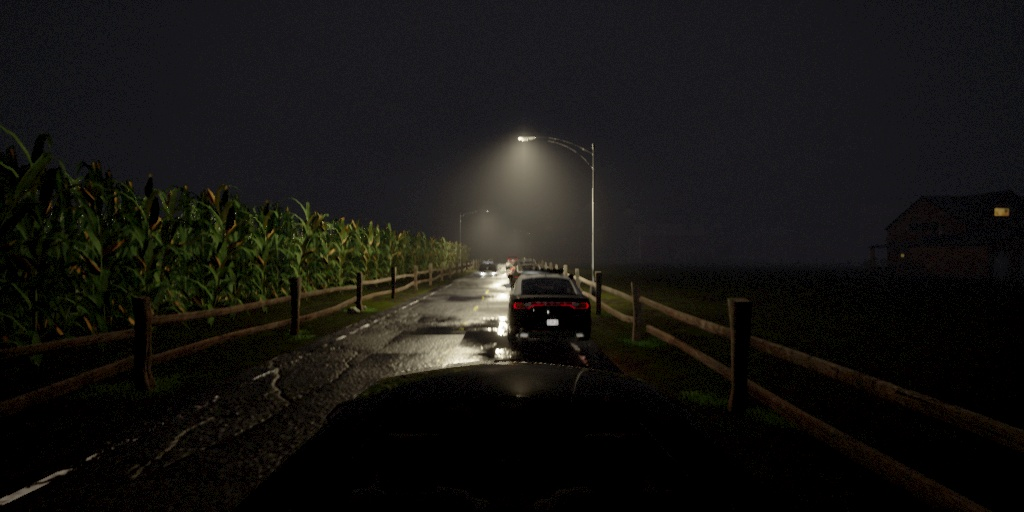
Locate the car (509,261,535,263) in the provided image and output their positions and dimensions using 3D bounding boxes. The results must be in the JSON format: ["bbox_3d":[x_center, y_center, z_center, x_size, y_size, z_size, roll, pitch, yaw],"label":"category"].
[{"bbox_3d":[0.855,1.202,19.830,1.837,1.490,4.892,0,0,0],"label":"car"}]

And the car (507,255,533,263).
[{"bbox_3d":[0.865,1.030,25.799,2.097,1.767,4.553,0,0,0],"label":"car"}]

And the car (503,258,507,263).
[{"bbox_3d":[0.125,1.237,48.134,1.895,1.301,4.718,0,0,1],"label":"car"}]

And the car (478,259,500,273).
[{"bbox_3d":[-2.776,1.205,42.092,1.994,1.385,4.181,0,0,0],"label":"car"}]

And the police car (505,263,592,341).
[{"bbox_3d":[0.837,1.151,9.939,1.930,1.638,5.238,0,0,0],"label":"police car"}]
